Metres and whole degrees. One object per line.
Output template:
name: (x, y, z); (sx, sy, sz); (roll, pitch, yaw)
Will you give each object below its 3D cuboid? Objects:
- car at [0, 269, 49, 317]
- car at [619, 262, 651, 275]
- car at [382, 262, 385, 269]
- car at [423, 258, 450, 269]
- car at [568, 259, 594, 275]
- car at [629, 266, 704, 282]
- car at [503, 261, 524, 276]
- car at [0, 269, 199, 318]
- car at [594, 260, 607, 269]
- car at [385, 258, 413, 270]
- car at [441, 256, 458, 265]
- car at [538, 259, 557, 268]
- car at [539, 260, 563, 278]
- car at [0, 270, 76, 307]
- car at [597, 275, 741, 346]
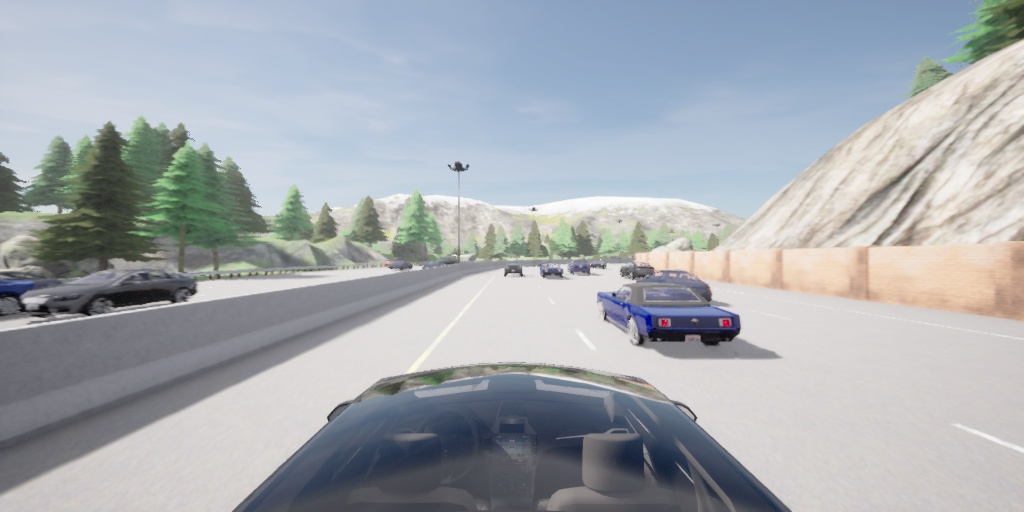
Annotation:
car: (-17.596, 1.229, 10.404); (1.882, 1.535, 5.008); (0, 0, 0)
car: (10.620, 1.241, 30.646); (2.128, 1.511, 4.902); (0, 0, 0)
car: (-18.408, 1.112, 56.450); (2.097, 1.767, 4.553); (0, 0, 13)
car: (-9.721, 1.315, 45.349); (1.994, 1.385, 4.181); (0, 0, 7)
car: (7.450, 1.102, 40.062); (2.097, 1.767, 4.553); (0, 0, 4)
car: (7.101, 1.314, 16.153); (1.994, 1.385, 4.181); (0, 0, 0)
car: (0.213, 1.276, 37.238); (1.812, 1.442, 4.674); (0, 0, 2)
car: (-14.094, 1.243, 12.989); (2.128, 1.511, 4.902); (0, 0, 0)
car: (13.861, 1.351, 56.594); (1.895, 1.301, 4.718); (0, 0, 22)
car: (-15.889, 1.315, 51.366); (1.994, 1.385, 4.181); (0, 0, 10)
car: (-10.626, 1.013, 58.749); (2.150, 2.045, 5.566); (0, 0, 16)
car: (6.187, 1.314, 62.471); (1.994, 1.385, 4.181); (0, 0, 24)
car: (3.641, 1.351, 33.960); (1.895, 1.301, 4.718); (0, 0, 1)
car: (-21.092, 1.316, 14.446); (1.994, 1.385, 4.181); (0, 0, 0)
car: (3.600, 1.351, 9.341); (1.895, 1.301, 4.718); (0, 0, 0)
